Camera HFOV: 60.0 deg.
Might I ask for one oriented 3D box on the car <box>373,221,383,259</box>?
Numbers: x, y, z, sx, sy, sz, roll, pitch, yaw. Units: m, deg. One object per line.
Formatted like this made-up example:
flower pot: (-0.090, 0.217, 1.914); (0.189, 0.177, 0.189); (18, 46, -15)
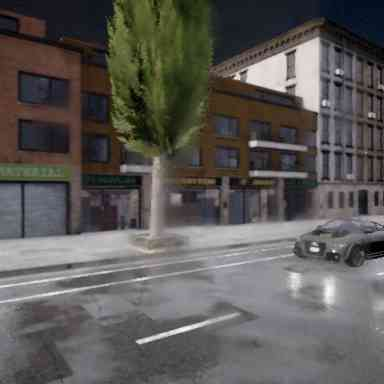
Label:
car: (6.976, 1.539, 8.648); (5.008, 1.535, 1.882); (1, 0, -35)

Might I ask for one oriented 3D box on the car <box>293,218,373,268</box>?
car: (5.457, 1.626, 11.557); (4.181, 1.385, 1.994); (1, 0, -35)
